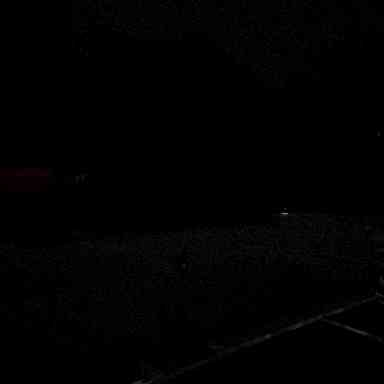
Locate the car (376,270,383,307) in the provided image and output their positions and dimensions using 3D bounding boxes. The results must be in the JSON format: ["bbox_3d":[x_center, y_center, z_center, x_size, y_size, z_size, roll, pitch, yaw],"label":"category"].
[{"bbox_3d":[5.359,1.549,6.601,4.403,1.369,2.008,0,0,-35],"label":"car"}]

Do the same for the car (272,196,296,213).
[{"bbox_3d":[9.763,1.496,39.898,2.150,2.045,5.566,0,-1,-35],"label":"car"}]
